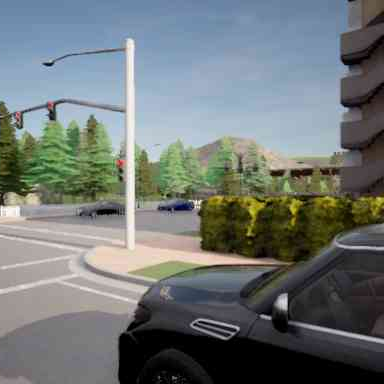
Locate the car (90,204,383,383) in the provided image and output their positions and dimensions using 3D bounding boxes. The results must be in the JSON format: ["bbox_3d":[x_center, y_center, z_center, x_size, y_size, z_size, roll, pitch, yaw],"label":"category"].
[{"bbox_3d":[1.893,1.220,2.533,5.566,2.045,2.150,0,0,36],"label":"car"}]

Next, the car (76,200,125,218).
[{"bbox_3d":[-8.057,1.527,29.934,2.128,1.511,4.902,0,0,38],"label":"car"}]

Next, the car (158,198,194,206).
[{"bbox_3d":[-1.825,1.510,37.844,1.882,1.535,5.008,0,0,38],"label":"car"}]
